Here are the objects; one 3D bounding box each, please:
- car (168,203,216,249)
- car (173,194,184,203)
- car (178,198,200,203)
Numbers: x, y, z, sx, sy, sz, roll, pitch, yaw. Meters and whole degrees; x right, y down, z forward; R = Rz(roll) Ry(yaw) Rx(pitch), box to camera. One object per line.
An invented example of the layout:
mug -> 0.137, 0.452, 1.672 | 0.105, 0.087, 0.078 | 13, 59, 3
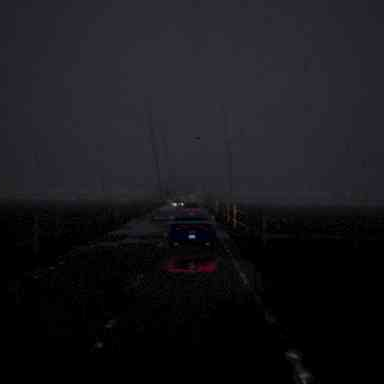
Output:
car -> 0.000, 1.486, 14.650 | 1.882, 1.535, 5.008 | 0, 0, 0
car -> -2.750, 1.299, 68.945 | 2.097, 1.767, 4.553 | 0, 0, 0
car -> 0.000, 1.524, 29.650 | 1.837, 1.490, 4.892 | 0, 0, 0
